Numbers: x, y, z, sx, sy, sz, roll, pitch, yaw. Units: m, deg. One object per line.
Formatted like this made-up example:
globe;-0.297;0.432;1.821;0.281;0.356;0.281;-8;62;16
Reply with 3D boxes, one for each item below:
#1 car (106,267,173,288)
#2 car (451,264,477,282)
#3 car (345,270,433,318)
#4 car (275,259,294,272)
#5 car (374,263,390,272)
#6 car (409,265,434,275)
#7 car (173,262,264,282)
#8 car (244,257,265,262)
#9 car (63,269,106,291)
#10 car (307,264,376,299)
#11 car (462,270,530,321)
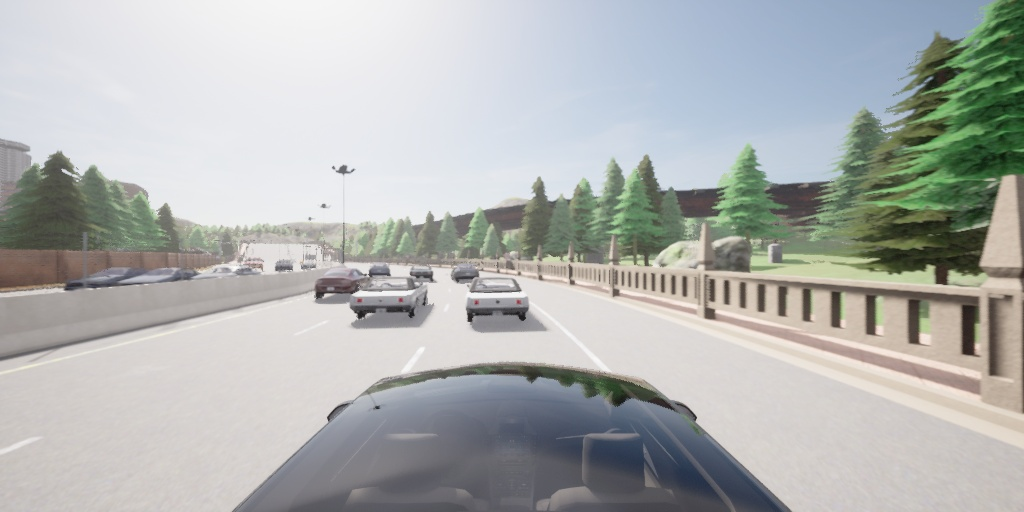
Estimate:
car;-19.878;1.387;20.873;2.033;1.411;5.357;0;0;-13
car;-3.901;1.347;29.478;1.994;1.385;4.181;0;0;-15
car;-4.230;1.374;13.110;1.895;1.301;4.718;0;0;-7
car;-31.843;1.262;50.227;2.097;1.767;4.553;0;-1;-33
car;-13.199;1.387;35.773;1.994;1.385;4.181;0;0;-19
car;-7.793;1.399;30.613;1.895;1.301;4.718;0;0;-16
car;-16.296;1.316;20.535;2.128;1.511;4.902;0;0;-12
car;-36.450;1.134;50.793;2.150;2.045;5.566;0;1;-34
car;-23.663;1.402;21.795;2.033;1.411;5.357;0;0;-14
car;-8.598;1.320;18.482;1.812;1.442;4.674;0;0;-10
car;-0.642;1.360;12.526;1.895;1.301;4.718;0;0;-6
